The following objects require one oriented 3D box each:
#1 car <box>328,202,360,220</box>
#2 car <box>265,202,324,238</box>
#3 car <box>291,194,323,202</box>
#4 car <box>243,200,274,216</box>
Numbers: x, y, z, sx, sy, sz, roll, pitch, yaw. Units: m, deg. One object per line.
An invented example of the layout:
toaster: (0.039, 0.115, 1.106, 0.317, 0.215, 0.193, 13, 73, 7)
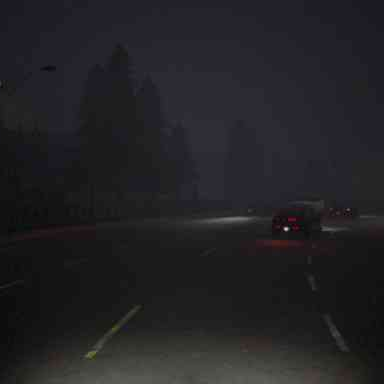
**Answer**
car: (13.248, 1.573, 28.961, 1.812, 1.442, 4.674, 0, 0, 35)
car: (5.715, 1.516, 17.919, 1.837, 1.490, 4.892, 0, 0, 30)
car: (11.106, 1.253, 32.277, 2.150, 2.045, 5.566, 0, 0, 36)
car: (6.719, 1.490, 32.214, 2.128, 1.511, 4.902, 0, 0, 36)
